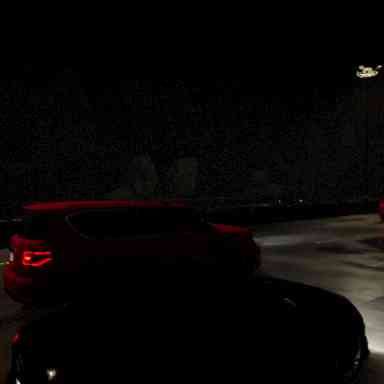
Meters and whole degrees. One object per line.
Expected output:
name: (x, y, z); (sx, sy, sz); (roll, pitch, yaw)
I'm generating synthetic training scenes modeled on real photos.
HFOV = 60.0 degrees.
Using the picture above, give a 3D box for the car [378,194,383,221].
car: (15.201, 0.966, 23.177); (5.566, 2.045, 2.150); (-1, 1, -35)

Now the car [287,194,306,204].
car: (15.639, 1.024, 45.228); (4.892, 1.490, 1.837); (-1, 1, -35)

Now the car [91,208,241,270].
car: (-0.780, 1.452, 11.788); (4.902, 1.511, 2.128); (-1, 0, -36)

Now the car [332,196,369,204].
car: (18.846, 1.140, 38.926); (4.718, 1.301, 1.895); (-1, 1, -35)

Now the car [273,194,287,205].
car: (13.591, 1.025, 48.064); (4.892, 1.490, 1.837); (-1, 1, -35)

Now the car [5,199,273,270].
car: (-0.961, 1.202, 7.375); (5.566, 2.045, 2.150); (-1, 0, -36)

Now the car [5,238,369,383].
car: (0.215, 1.551, 3.900); (4.181, 1.385, 1.994); (0, 0, -36)

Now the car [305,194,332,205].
car: (16.812, 1.140, 41.774); (4.718, 1.301, 1.895); (-1, 1, -35)
